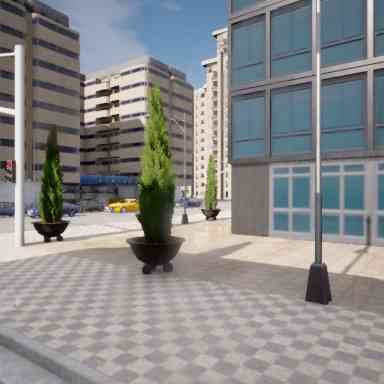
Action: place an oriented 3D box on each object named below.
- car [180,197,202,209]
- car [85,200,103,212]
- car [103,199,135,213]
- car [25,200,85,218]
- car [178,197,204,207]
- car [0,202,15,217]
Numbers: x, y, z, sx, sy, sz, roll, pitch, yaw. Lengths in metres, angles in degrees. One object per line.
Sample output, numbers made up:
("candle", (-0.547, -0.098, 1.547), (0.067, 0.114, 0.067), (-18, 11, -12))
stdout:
("car", (-0.714, 1.581, 46.954), (1.812, 1.442, 4.674), (0, 0, 35))
("car", (-11.859, 1.619, 37.292), (1.994, 1.385, 4.181), (0, 0, 35))
("car", (-7.216, 1.533, 37.795), (1.882, 1.535, 5.008), (0, 0, 35))
("car", (-12.535, 1.581, 30.244), (1.812, 1.442, 4.674), (0, 0, 35))
("car", (-0.087, 1.581, 53.850), (1.812, 1.442, 4.674), (0, 0, 36))
("car", (-17.191, 1.603, 29.760), (2.033, 1.411, 5.357), (0, 0, 35))
